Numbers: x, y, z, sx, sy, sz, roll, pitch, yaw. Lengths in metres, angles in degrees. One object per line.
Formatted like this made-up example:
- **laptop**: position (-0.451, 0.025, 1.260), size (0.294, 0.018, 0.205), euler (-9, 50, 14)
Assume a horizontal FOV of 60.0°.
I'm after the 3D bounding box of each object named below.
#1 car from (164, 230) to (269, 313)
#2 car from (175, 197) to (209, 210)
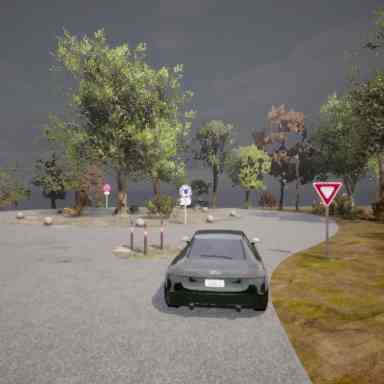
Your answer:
- **car**: position (0.644, 1.564, 7.806), size (1.994, 1.385, 4.181), euler (0, 0, 7)
- **car**: position (-0.149, 1.477, 43.900), size (5.008, 1.535, 1.882), euler (0, -1, 29)
